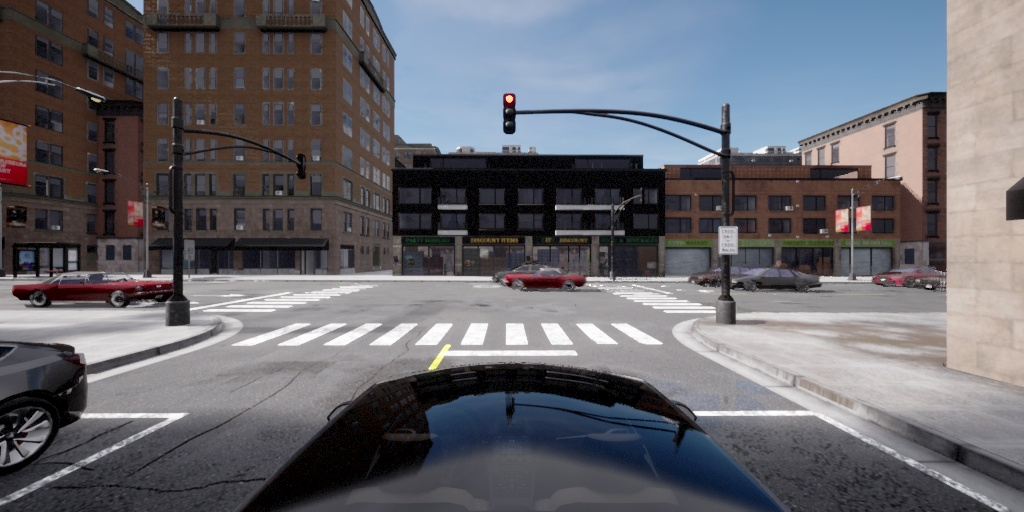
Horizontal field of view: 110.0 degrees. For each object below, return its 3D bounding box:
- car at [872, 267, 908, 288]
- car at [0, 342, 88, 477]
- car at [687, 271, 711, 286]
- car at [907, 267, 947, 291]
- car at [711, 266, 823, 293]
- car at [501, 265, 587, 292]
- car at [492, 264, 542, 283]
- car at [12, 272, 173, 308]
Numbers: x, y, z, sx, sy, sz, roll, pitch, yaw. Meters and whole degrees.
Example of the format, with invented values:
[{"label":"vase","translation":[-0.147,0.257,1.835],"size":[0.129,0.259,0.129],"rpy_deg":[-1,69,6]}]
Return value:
[{"label":"car","translation":[27.551,1.464,24.716],"size":[4.181,1.385,1.994],"rpy_deg":[0,0,0]},{"label":"car","translation":[-5.388,1.316,2.038],"size":[1.948,1.339,4.313],"rpy_deg":[0,0,-1]},{"label":"car","translation":[15.042,1.381,24.556],"size":[5.357,1.411,2.033],"rpy_deg":[0,0,-1]},{"label":"car","translation":[27.586,1.448,21.473],"size":[5.357,1.411,2.033],"rpy_deg":[0,0,-1]},{"label":"car","translation":[15.217,1.382,21.310],"size":[5.357,1.411,2.033],"rpy_deg":[0,0,-1]},{"label":"car","translation":[1.875,1.368,21.134],"size":[4.718,1.301,1.895],"rpy_deg":[0,0,-1]},{"label":"car","translation":[1.085,1.269,24.376],"size":[4.892,1.490,1.837],"rpy_deg":[1,0,-1]},{"label":"car","translation":[-16.204,1.280,14.193],"size":[4.718,1.301,1.895],"rpy_deg":[0,0,-1]}]
